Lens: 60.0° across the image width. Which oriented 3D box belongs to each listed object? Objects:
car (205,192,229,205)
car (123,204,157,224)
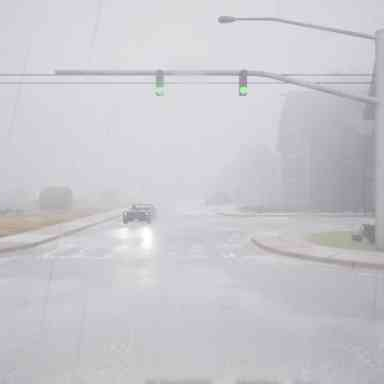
[{"bbox_3d":[3.930,0.989,52.682,1.905,1.878,3.866,-8,4,-42],"label":"car"},{"bbox_3d":[-3.686,1.521,24.065,1.895,1.301,4.718,0,0,0],"label":"car"}]
